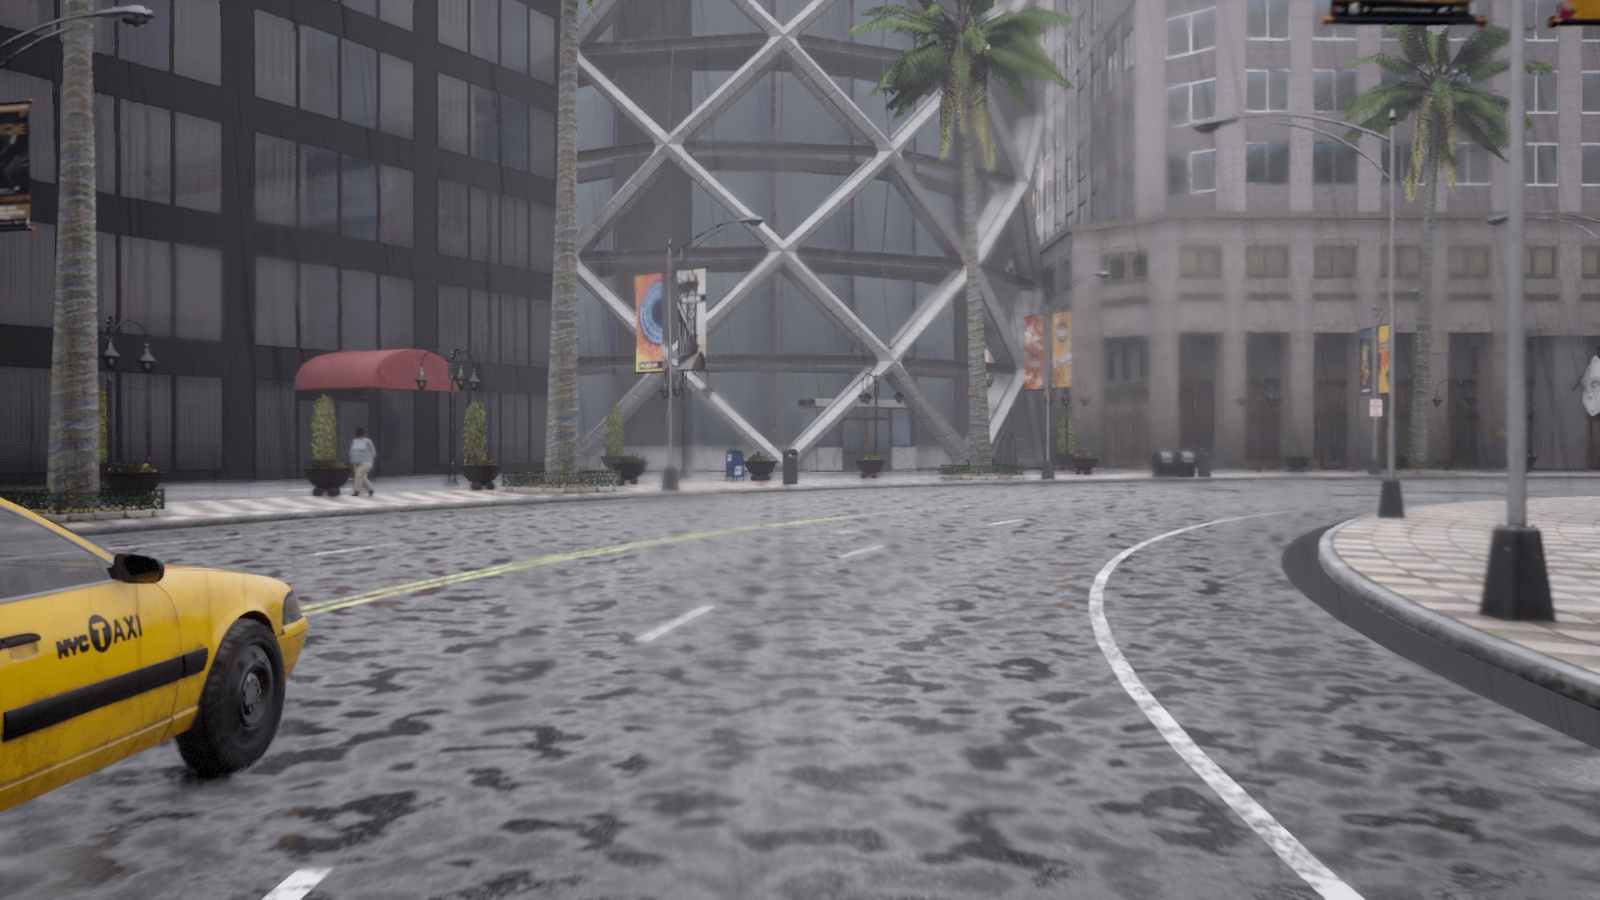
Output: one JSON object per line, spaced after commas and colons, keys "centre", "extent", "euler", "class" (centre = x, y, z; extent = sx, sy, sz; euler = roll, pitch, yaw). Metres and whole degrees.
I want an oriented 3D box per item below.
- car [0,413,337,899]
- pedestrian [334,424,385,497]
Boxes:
{"centre": [-3.437, 0.668, 4.001], "extent": [1.801, 1.575, 5.366], "euler": [0, 0, 2], "class": "car"}
{"centre": [-11.386, 0.272, 32.483], "extent": [0.874, 1.855, 0.900], "euler": [0, 0, 23], "class": "pedestrian"}
